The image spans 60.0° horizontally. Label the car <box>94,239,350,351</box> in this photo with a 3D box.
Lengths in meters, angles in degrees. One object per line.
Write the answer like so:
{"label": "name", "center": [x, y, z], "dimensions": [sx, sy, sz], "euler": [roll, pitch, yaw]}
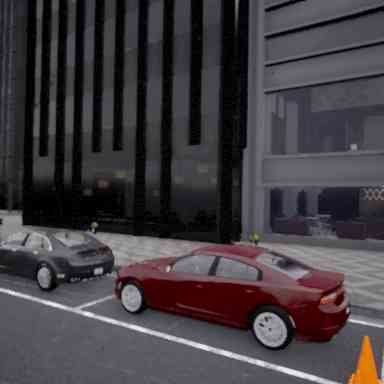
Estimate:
{"label": "car", "center": [0.503, 1.680, 6.340], "dimensions": [4.507, 1.381, 1.887], "euler": [0, -1, 32]}

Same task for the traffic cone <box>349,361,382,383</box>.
{"label": "traffic cone", "center": [1.625, 2.049, 3.252], "dimensions": [0.340, 0.580, 0.340], "euler": [0, -1, 32]}

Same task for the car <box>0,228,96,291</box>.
{"label": "car", "center": [-4.116, 1.670, 9.184], "dimensions": [4.403, 1.369, 2.008], "euler": [0, -1, 32]}

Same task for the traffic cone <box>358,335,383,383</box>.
{"label": "traffic cone", "center": [2.149, 2.073, 4.103], "dimensions": [0.340, 0.580, 0.340], "euler": [0, -1, 32]}
